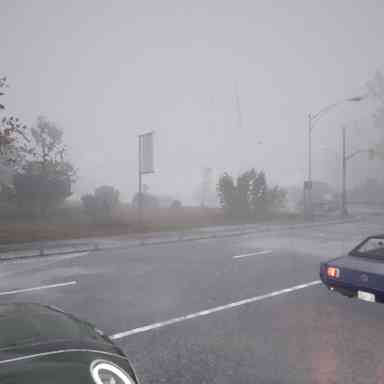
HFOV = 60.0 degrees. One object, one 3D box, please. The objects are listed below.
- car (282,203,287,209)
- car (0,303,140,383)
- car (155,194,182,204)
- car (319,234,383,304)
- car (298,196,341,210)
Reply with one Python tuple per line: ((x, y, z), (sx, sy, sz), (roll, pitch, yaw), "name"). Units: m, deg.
((8.888, 1.291, 39.326), (1.837, 1.490, 4.892), (-1, 0, -39), "car")
((-2.531, 1.352, 1.918), (4.553, 1.767, 2.097), (0, 0, -36), "car")
((-3.573, 1.288, 54.947), (2.128, 1.511, 4.902), (-1, 0, -38), "car")
((4.942, 1.573, 7.254), (4.718, 1.301, 1.895), (0, 0, -35), "car")
((14.461, 1.245, 37.959), (2.128, 1.511, 4.902), (-1, 0, -39), "car")
